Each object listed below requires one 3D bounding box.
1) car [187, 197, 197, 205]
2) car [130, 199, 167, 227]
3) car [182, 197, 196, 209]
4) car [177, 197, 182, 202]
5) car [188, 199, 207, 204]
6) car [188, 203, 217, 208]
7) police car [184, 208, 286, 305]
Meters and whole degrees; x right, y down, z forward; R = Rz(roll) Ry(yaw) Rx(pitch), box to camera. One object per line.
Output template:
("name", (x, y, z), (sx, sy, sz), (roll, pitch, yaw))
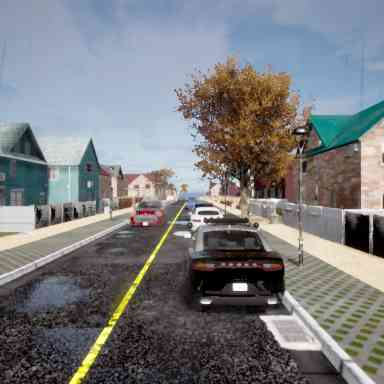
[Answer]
("car", (-0.009, 1.676, 63.090), (1.882, 1.535, 5.008), (0, 0, 0))
("car", (-2.853, 1.363, 22.614), (2.097, 1.767, 4.553), (0, 0, 0))
("car", (0.022, 1.648, 46.038), (2.033, 1.411, 5.357), (0, 0, 0))
("car", (-2.763, 1.901, 86.125), (2.033, 1.411, 5.357), (0, 0, 0))
("car", (0.821, 1.517, 24.179), (1.837, 1.490, 4.892), (0, 0, 0))
("car", (0.822, 1.534, 18.179), (1.812, 1.442, 4.674), (0, 0, 0))
("police car", (0.824, 1.428, 8.288), (1.930, 1.638, 5.238), (0, 0, 0))
